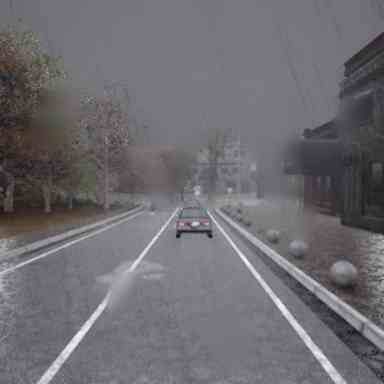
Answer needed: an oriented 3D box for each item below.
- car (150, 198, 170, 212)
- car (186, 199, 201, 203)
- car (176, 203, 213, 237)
[{"bbox_3d":[-3.522,1.417,37.607,1.812,1.442,4.674,0,1,0],"label":"car"},{"bbox_3d":[0.114,1.452,34.202,2.033,1.411,5.357,0,1,1],"label":"car"},{"bbox_3d":[0.091,1.529,17.803,2.033,1.411,5.357,0,0,0],"label":"car"}]
